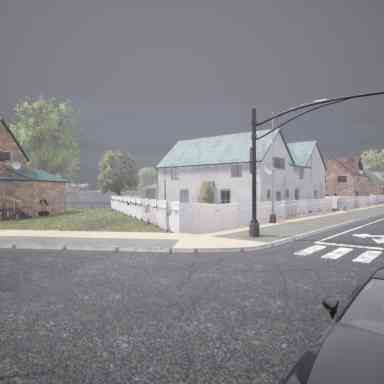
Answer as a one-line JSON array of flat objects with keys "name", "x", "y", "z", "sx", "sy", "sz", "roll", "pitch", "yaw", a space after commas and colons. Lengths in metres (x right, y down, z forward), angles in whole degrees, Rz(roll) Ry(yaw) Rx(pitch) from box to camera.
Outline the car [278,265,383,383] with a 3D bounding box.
[{"name": "car", "x": 2.512, "y": 1.524, "z": 3.380, "sx": 1.812, "sy": 1.442, "sz": 4.674, "roll": 0, "pitch": 0, "yaw": 42}]
